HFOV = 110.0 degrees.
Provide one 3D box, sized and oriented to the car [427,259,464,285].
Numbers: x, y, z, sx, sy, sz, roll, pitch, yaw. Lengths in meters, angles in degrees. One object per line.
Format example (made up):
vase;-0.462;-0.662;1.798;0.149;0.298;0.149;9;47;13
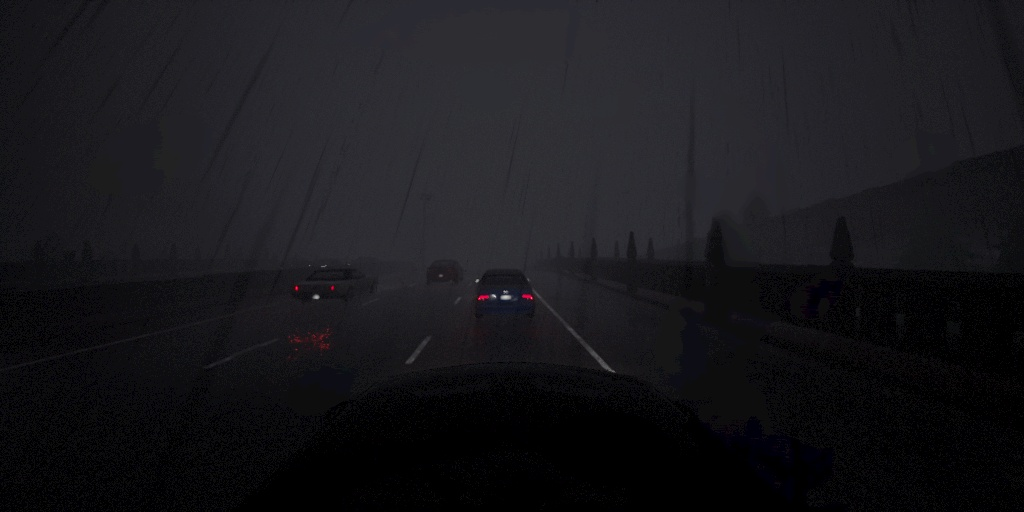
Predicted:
car;-4.267;0.966;23.374;1.882;1.535;5.008;0;1;-3

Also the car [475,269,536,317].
car;-0.285;1.160;12.396;2.033;1.411;5.357;0;1;-2

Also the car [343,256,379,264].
car;-15.532;0.836;37.794;2.097;1.767;4.553;0;-1;-2

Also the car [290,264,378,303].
car;-7.432;1.205;15.627;1.895;1.301;4.718;0;1;-2

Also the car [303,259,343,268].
car;-19.003;0.996;36.936;1.837;1.490;4.892;0;-1;-2

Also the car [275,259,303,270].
car;-22.518;1.011;37.334;2.128;1.511;4.902;0;-1;-2
